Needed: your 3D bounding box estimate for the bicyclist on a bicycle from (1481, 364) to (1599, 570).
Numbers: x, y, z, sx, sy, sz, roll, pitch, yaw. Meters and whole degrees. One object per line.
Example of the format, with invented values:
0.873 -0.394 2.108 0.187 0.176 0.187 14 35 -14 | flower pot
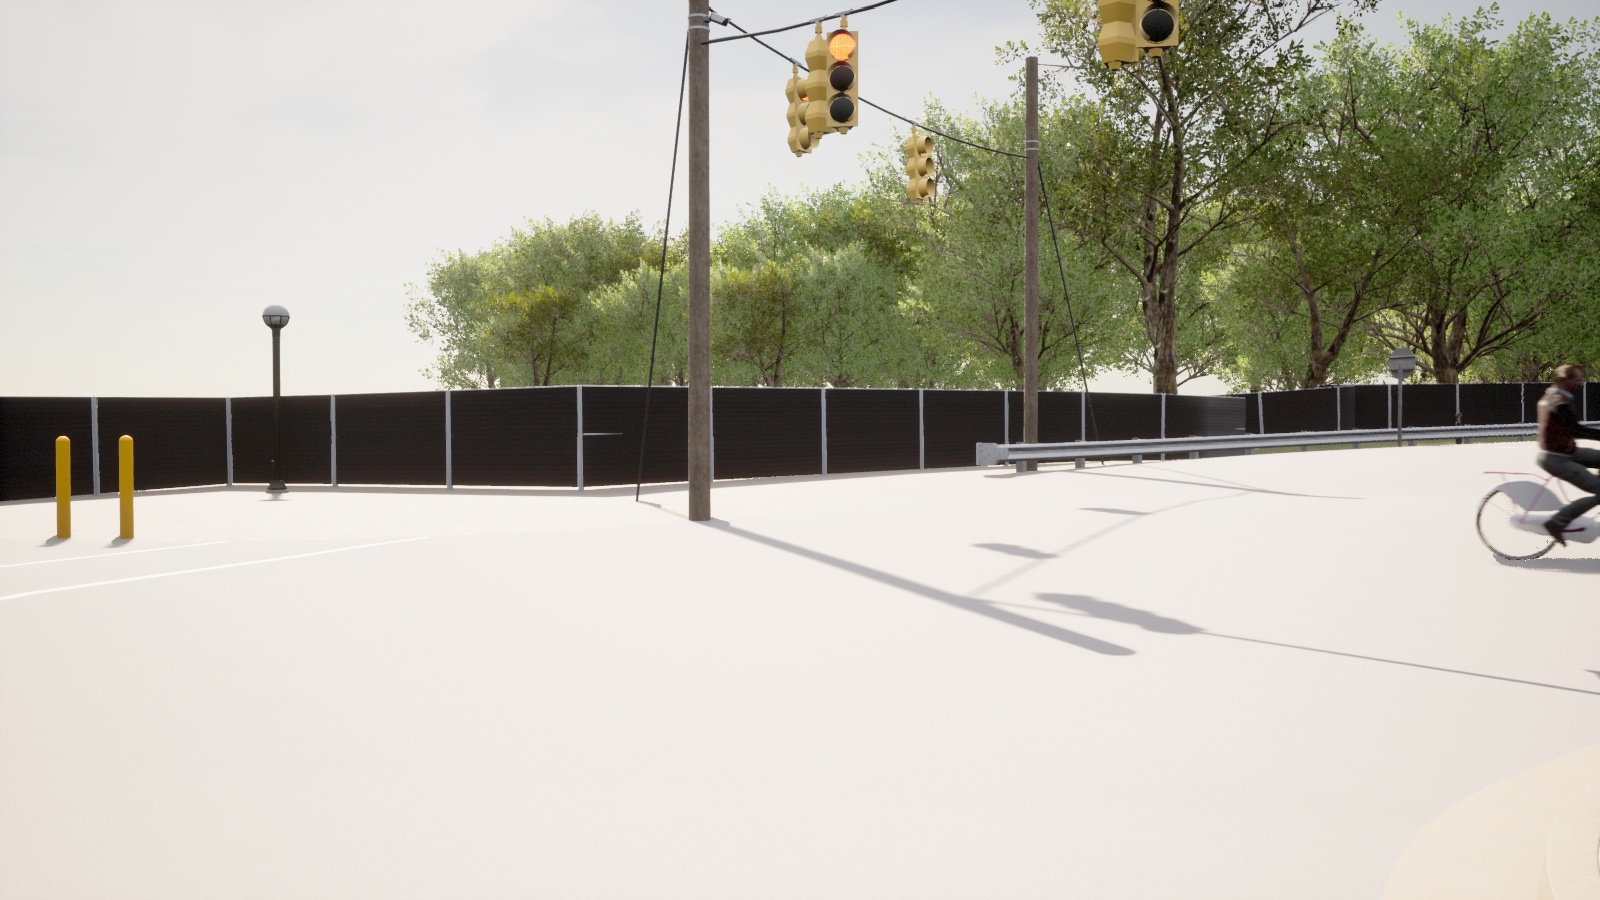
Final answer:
7.116 0.131 11.093 1.843 1.776 0.659 -1 3 21 | bicyclist on a bicycle
